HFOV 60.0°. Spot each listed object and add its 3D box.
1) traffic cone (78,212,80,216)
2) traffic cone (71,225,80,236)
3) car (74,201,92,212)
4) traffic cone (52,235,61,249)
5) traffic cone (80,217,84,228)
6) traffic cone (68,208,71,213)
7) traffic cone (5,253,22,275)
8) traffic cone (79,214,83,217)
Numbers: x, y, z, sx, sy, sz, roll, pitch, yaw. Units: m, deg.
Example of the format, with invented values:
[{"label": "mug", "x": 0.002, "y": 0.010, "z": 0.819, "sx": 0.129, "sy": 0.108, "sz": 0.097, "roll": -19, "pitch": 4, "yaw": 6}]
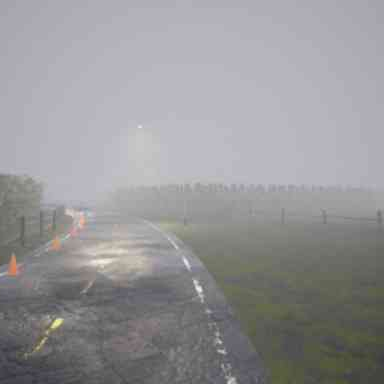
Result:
[{"label": "traffic cone", "x": -11.044, "y": 2.425, "z": 33.445, "sx": 0.340, "sy": 0.580, "sz": 0.340, "roll": 0, "pitch": -1, "yaw": -21}, {"label": "traffic cone", "x": -6.884, "y": 2.232, "z": 19.426, "sx": 0.340, "sy": 0.580, "sz": 0.340, "roll": 0, "pitch": -1, "yaw": -12}, {"label": "car", "x": -16.093, "y": 2.182, "z": 48.982, "sx": 1.837, "sy": 1.490, "sz": 4.892, "roll": 0, "pitch": -1, "yaw": -30}, {"label": "traffic cone", "x": -5.958, "y": 2.169, "z": 14.636, "sx": 0.340, "sy": 0.580, "sz": 0.340, "roll": 0, "pitch": -1, "yaw": -10}, {"label": "traffic cone", "x": -8.042, "y": 2.297, "z": 24.165, "sx": 0.340, "sy": 0.580, "sz": 0.340, "roll": 0, "pitch": -1, "yaw": -15}, {"label": "traffic cone", "x": -17.203, "y": 2.614, "z": 46.708, "sx": 0.340, "sy": 0.580, "sz": 0.340, "roll": 0, "pitch": -1, "yaw": -29}, {"label": "traffic cone", "x": -5.266, "y": 2.105, "z": 9.808, "sx": 0.340, "sy": 0.580, "sz": 0.340, "roll": 0, "pitch": -1, "yaw": -7}, {"label": "traffic cone", "x": -9.429, "y": 2.361, "z": 28.841, "sx": 0.340, "sy": 0.580, "sz": 0.340, "roll": 0, "pitch": -1, "yaw": -18}]
